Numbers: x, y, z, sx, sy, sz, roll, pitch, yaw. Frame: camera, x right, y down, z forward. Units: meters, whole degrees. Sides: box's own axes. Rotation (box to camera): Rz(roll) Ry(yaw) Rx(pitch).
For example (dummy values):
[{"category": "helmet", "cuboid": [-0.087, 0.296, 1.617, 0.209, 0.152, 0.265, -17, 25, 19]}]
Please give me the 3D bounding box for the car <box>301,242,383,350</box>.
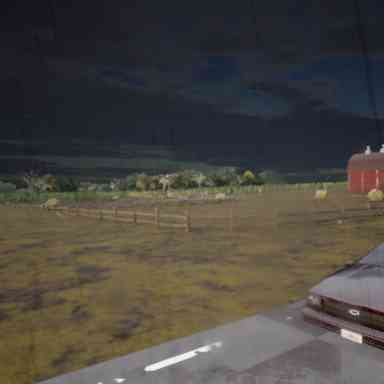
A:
[{"category": "car", "cuboid": [4.315, 1.545, 6.043, 5.357, 1.411, 2.033, 0, 0, -36]}]
